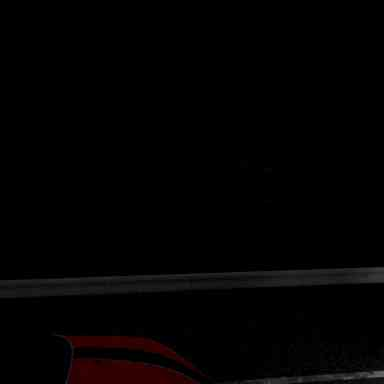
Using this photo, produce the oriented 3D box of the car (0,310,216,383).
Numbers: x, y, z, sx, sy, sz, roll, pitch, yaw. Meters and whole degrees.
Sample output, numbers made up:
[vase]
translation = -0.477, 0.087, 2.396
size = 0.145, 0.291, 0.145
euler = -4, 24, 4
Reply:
[car]
translation = -1.852, 1.352, 1.664
size = 4.553, 1.767, 2.097
euler = 0, 0, -6
